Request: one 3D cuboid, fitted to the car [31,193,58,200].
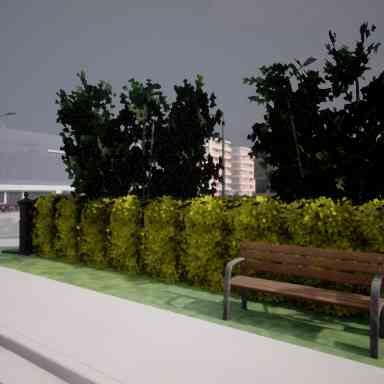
[{"bbox_3d":[-15.244,1.167,36.865,2.150,2.045,5.566,0,0,36],"label":"car"}]

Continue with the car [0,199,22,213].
[{"bbox_3d":[-19.070,1.502,37.534,2.033,1.411,5.357,0,0,35],"label":"car"}]

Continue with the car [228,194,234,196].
[{"bbox_3d":[6.899,0.972,55.937,1.994,1.385,4.181,0,2,35],"label":"car"}]
